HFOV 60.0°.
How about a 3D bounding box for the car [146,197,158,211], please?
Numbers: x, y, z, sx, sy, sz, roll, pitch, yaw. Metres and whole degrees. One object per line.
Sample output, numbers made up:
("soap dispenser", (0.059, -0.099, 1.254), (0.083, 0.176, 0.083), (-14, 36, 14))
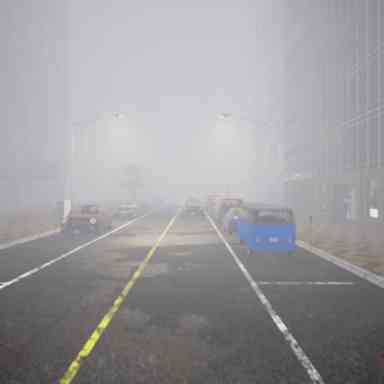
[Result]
("car", (-5.704, 1.533, 40.986), (2.008, 1.369, 4.403), (1, 0, 0))

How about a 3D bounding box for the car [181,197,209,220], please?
("car", (0.086, 1.480, 28.316), (2.128, 1.511, 4.902), (0, 0, 0))

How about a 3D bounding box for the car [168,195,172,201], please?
("car", (-5.723, 1.498, 80.485), (1.887, 1.381, 4.507), (1, 0, 0))

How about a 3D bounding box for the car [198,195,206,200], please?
("car", (2.651, 1.493, 91.786), (2.008, 1.369, 4.403), (1, 0, 0))

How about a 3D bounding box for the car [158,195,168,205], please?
("car", (-5.712, 1.523, 57.914), (2.008, 1.369, 4.403), (1, 0, 0))

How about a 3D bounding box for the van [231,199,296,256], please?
("van", (2.693, 1.338, 12.806), (1.690, 1.788, 3.998), (1, 0, 0))

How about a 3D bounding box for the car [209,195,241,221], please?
("car", (2.687, 1.307, 24.089), (2.192, 1.841, 5.009), (1, 0, 0))

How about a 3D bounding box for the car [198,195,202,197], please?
("car", (0.056, 1.505, 46.038), (1.812, 1.442, 4.674), (0, 0, 0))

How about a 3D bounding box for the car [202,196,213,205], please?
("car", (2.668, 1.497, 58.107), (1.752, 1.417, 4.829), (1, 0, 0))

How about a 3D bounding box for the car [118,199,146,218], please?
("car", (-5.698, 1.539, 29.700), (2.008, 1.369, 4.403), (1, 0, 0))

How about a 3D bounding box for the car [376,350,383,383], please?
("car", (2.698, 1.440, 1.523), (1.967, 1.590, 4.097), (0, 0, 0))

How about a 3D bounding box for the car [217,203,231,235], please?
("car", (2.688, 1.545, 18.447), (2.008, 1.369, 4.403), (1, 0, 0))

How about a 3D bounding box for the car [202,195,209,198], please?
("car", (2.679, 1.297, 41.013), (2.192, 1.841, 5.009), (1, 0, 0))

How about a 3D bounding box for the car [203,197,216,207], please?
("car", (2.671, 1.558, 52.296), (1.802, 1.307, 4.206), (1, 0, 0))

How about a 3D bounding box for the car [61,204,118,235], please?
("car", (-5.691, 1.435, 18.415), (1.967, 1.590, 4.097), (1, 0, 0))
